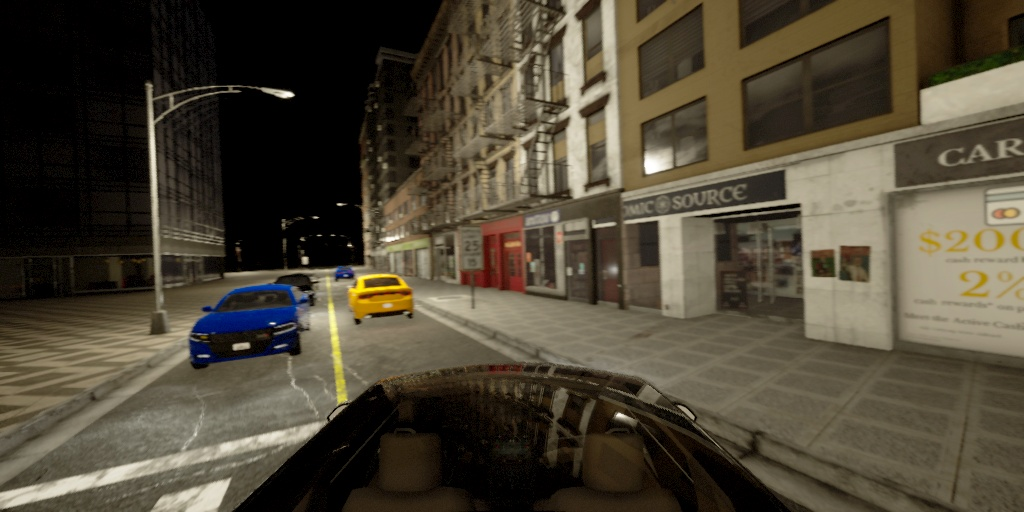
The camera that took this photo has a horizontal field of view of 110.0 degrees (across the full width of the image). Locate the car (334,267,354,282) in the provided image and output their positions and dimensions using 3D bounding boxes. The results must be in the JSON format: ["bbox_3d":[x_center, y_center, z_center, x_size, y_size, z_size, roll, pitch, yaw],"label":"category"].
[{"bbox_3d":[-18.464,1.926,39.517,1.882,1.535,5.008,-3,0,-27],"label":"car"}]

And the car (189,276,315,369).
[{"bbox_3d":[-6.270,1.491,9.053,1.882,1.535,5.008,-3,0,-26],"label":"car"}]

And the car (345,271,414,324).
[{"bbox_3d":[-4.960,1.427,13.322,1.882,1.535,5.008,-2,0,-26],"label":"car"}]

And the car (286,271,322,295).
[{"bbox_3d":[-15.600,1.917,27.074,2.033,1.411,5.357,-3,0,-27],"label":"car"}]

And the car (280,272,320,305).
[{"bbox_3d":[-10.862,1.670,17.905,1.882,1.535,5.008,-3,0,-28],"label":"car"}]
